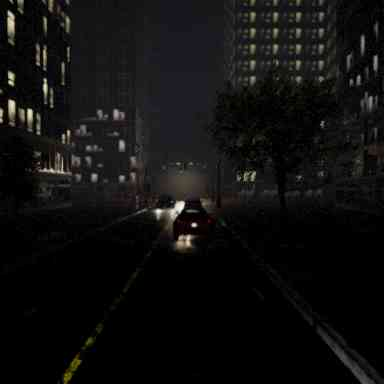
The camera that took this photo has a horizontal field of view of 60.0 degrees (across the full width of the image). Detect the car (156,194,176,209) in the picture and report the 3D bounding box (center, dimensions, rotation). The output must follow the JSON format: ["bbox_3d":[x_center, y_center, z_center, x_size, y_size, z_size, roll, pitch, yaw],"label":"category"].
[{"bbox_3d":[-3.075,1.096,39.820,2.097,1.767,4.553,0,0,0],"label":"car"}]

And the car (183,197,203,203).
[{"bbox_3d":[0.086,1.270,34.194,2.128,1.511,4.902,0,0,0],"label":"car"}]

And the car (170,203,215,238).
[{"bbox_3d":[0.093,1.449,16.955,1.994,1.385,4.181,0,0,0],"label":"car"}]
